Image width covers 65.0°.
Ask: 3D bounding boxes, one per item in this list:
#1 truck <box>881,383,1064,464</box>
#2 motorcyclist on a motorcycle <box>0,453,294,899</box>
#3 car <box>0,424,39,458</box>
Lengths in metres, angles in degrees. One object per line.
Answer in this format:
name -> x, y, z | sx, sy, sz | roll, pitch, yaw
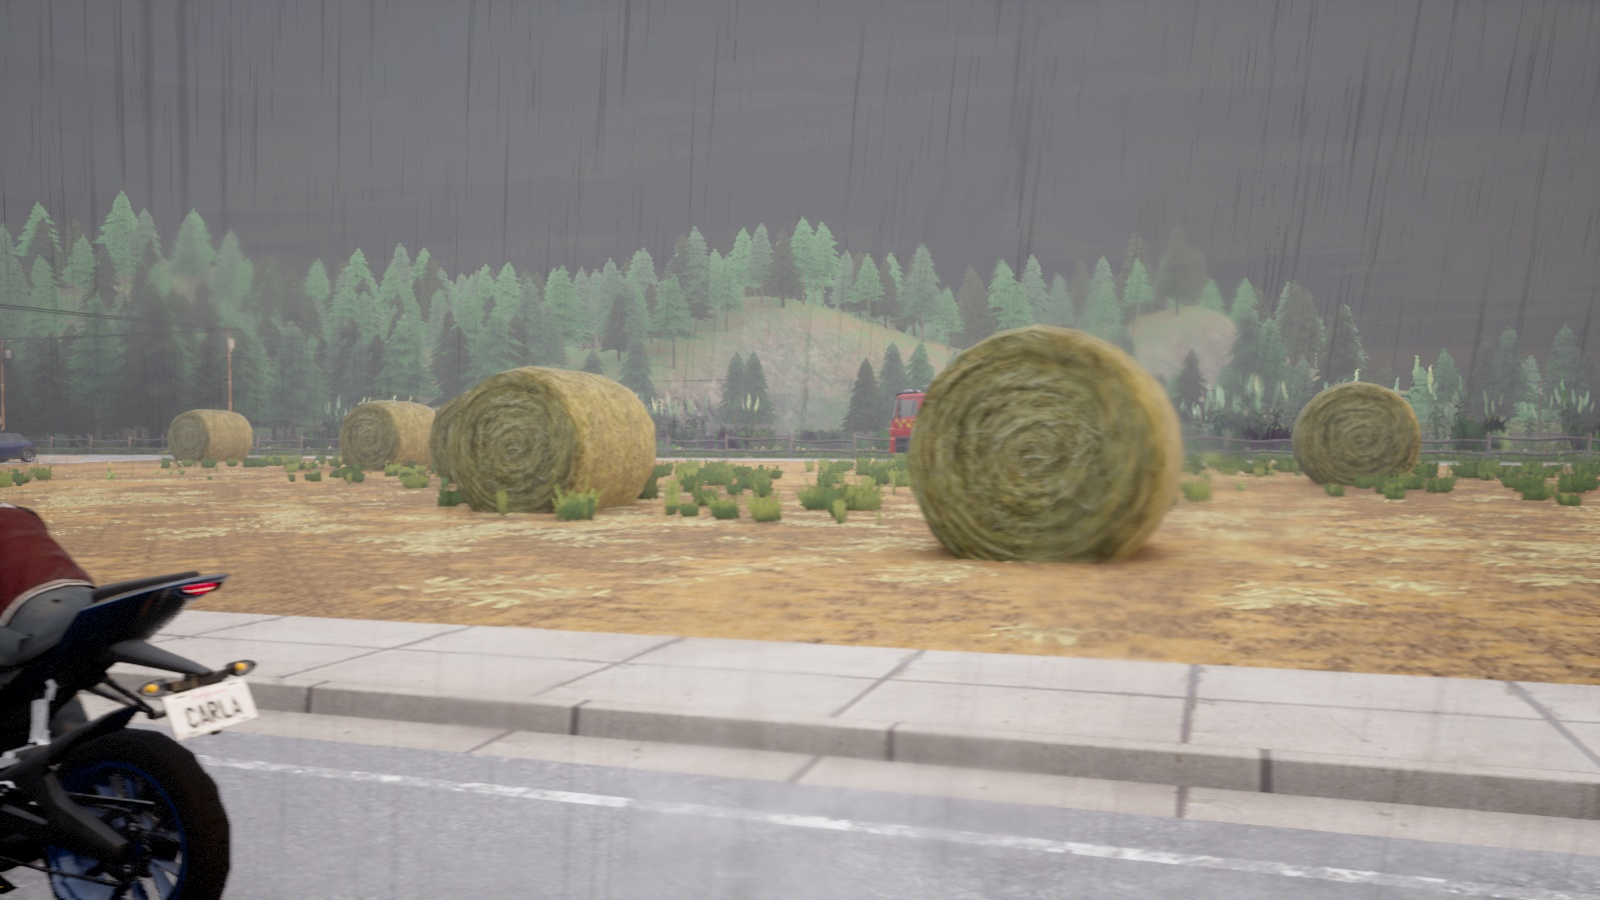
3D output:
truck -> 8.514, -1.310, 62.177 | 8.468, 3.827, 2.891 | 1, 1, 22
motorcyclist on a motorcycle -> -2.879, 0.784, 4.162 | 2.191, 1.530, 0.866 | 1, 1, 19
car -> -42.350, -0.491, 65.176 | 2.097, 1.767, 4.553 | 1, 1, 19
